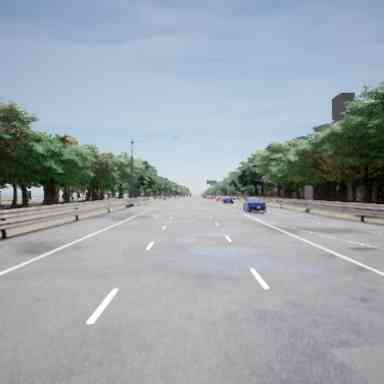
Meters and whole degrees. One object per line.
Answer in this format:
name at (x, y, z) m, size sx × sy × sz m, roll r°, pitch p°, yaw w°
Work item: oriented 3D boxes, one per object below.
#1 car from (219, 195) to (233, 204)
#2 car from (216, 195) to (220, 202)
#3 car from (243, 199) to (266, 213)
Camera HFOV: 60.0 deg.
car at (7.021, 1.568, 66.072) m, size 1.812 × 1.442 × 4.674 m, roll 0°, pitch 0°, yaw 0°
car at (7.085, 1.506, 83.182) m, size 2.097 × 1.767 × 4.553 m, roll 0°, pitch 0°, yaw 0°
car at (7.023, 1.485, 37.616) m, size 1.882 × 1.535 × 5.008 m, roll 0°, pitch 0°, yaw -1°
